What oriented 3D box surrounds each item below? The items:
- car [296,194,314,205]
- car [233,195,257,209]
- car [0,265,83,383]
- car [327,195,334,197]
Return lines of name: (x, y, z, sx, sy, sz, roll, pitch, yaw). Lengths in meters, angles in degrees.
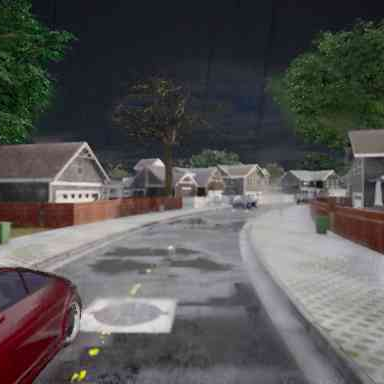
car: (19.461, 1.194, 56.361, 2.097, 1.767, 4.553, 0, 0, 43)
car: (6.851, 1.241, 42.833, 2.097, 1.767, 4.553, 0, 0, 28)
car: (-2.719, 1.557, 3.509, 1.994, 1.385, 4.181, 0, 0, 1)
car: (26.657, 1.343, 63.646, 5.357, 1.411, 2.033, 0, 0, -40)
